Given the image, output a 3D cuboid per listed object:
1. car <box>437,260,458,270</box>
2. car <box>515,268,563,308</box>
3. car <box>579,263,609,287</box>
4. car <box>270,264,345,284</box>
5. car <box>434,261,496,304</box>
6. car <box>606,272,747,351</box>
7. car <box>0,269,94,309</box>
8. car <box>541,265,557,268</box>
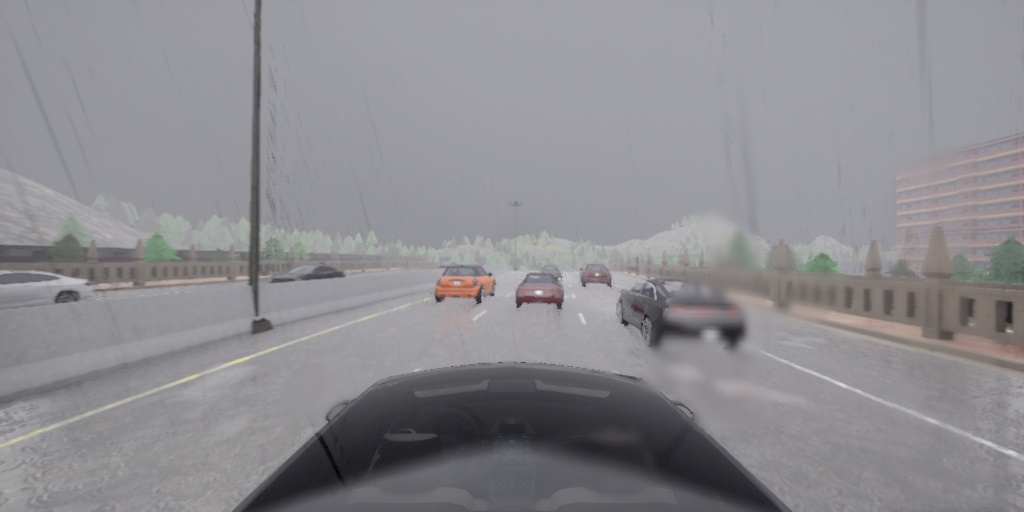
[{"bbox_3d":[-10.712,1.560,59.916,1.882,1.535,5.008,1,-2,8],"label":"car"},{"bbox_3d":[1.283,1.424,16.140,1.994,1.385,4.181,0,0,7],"label":"car"},{"bbox_3d":[6.240,1.336,27.274,2.097,1.767,4.553,1,0,7],"label":"car"},{"bbox_3d":[-12.329,1.246,21.951,1.882,1.535,5.008,0,0,8],"label":"car"},{"bbox_3d":[-2.092,1.188,17.311,2.097,1.767,4.553,1,0,7],"label":"car"},{"bbox_3d":[4.053,1.333,9.359,2.128,1.511,4.902,0,0,5],"label":"car"},{"bbox_3d":[-17.036,1.179,11.772,1.812,1.442,4.674,0,0,6],"label":"car"},{"bbox_3d":[3.518,1.563,33.400,1.994,1.385,4.181,1,0,8],"label":"car"}]
